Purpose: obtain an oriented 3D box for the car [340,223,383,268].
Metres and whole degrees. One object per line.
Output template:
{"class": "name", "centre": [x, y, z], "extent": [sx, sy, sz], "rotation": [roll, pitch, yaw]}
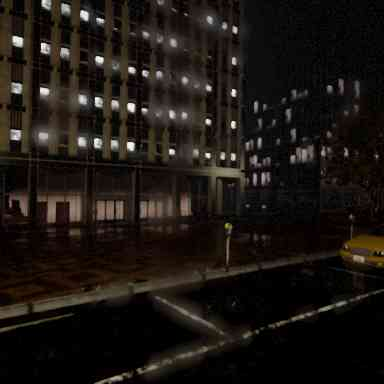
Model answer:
{"class": "car", "centre": [6.608, 1.522, 10.489], "extent": [4.829, 1.417, 1.752], "rotation": [0, 1, -34]}
